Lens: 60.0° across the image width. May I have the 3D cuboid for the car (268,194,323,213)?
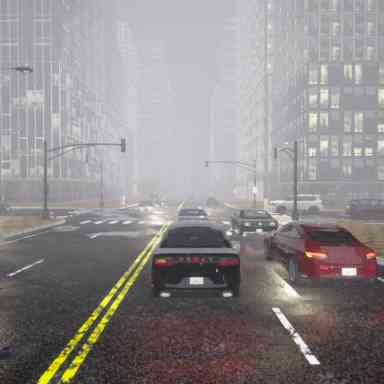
[{"bbox_3d":[10.835,1.287,34.945,5.566,2.045,2.150,0,1,-1],"label":"car"}]

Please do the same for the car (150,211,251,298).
[{"bbox_3d":[0.068,1.474,8.567,1.882,1.535,5.008,0,0,0],"label":"car"}]

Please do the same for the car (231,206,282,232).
[{"bbox_3d":[3.291,1.591,18.451,1.895,1.301,4.718,0,0,0],"label":"car"}]

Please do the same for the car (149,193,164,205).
[{"bbox_3d":[-6.767,1.175,59.694,2.150,2.045,5.566,0,0,0],"label":"car"}]

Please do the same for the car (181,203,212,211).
[{"bbox_3d":[0.039,1.538,18.388,2.033,1.411,5.357,0,0,0],"label":"car"}]

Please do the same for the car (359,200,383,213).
[{"bbox_3d":[21.690,1.643,37.497,4.829,1.417,1.752,1,0,1],"label":"car"}]

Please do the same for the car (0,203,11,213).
[{"bbox_3d":[-20.084,1.364,32.263,4.674,1.442,1.812,1,1,1],"label":"car"}]

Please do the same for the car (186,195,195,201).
[{"bbox_3d":[-0.259,1.425,80.972,1.837,1.490,4.892,0,0,0],"label":"car"}]

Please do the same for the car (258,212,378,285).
[{"bbox_3d":[3.321,1.521,9.332,1.812,1.442,4.674,0,0,0],"label":"car"}]

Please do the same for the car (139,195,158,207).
[{"bbox_3d":[-6.753,1.528,50.662,1.994,1.385,4.181,0,0,0],"label":"car"}]

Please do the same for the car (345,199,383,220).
[{"bbox_3d":[16.108,1.520,29.193,5.009,1.841,2.192,1,0,1],"label":"car"}]

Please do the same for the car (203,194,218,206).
[{"bbox_3d":[3.151,1.486,53.712,1.812,1.442,4.674,0,0,0],"label":"car"}]

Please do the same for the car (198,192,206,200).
[{"bbox_3d":[2.965,1.138,89.138,2.150,2.045,5.566,0,0,0],"label":"car"}]
